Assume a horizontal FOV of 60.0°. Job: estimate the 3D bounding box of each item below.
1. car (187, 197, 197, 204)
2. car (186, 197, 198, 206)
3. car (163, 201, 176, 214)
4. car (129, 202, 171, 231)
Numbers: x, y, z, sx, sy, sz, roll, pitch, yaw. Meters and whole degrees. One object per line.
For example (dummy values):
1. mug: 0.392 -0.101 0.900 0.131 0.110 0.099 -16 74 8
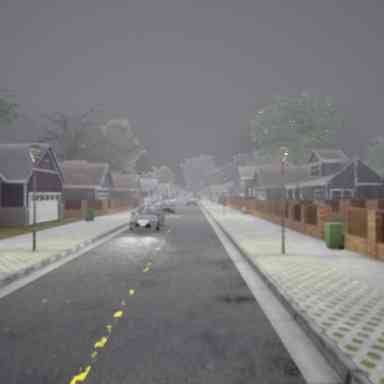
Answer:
1. car: -0.044 1.716 69.444 2.033 1.411 5.357 0 0 0
2. car: -0.036 1.786 59.437 1.812 1.442 4.674 0 0 0
3. car: -2.774 1.764 38.484 2.033 1.411 5.357 0 0 0
4. car: -2.785 1.616 21.429 2.128 1.511 4.902 0 0 0
